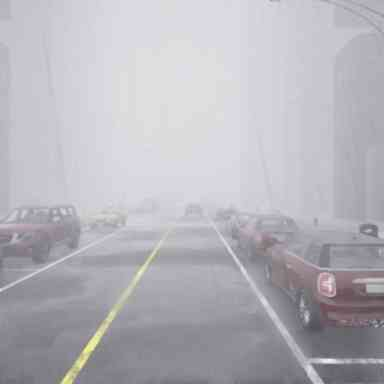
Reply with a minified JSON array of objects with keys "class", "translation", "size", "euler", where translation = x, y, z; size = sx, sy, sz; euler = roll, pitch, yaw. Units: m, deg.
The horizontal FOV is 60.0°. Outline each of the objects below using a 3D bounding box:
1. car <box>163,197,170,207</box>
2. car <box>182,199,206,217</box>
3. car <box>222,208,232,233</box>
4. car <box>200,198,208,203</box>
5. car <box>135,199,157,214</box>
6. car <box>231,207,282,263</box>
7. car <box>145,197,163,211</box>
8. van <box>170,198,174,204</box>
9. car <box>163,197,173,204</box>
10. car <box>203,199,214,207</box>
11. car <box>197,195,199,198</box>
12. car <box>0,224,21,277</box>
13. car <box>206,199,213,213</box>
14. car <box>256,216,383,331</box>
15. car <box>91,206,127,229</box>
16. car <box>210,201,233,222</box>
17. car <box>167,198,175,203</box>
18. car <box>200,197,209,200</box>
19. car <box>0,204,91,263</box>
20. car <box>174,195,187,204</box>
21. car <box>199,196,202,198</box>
[{"class":"car","translation":[-5.566,2.019,61.259],"size":[1.887,1.381,4.507],"euler":[0,0,0]},{"class":"car","translation":[0.208,1.767,34.182],"size":[1.837,1.490,4.892],"euler":[0,0,0]},{"class":"car","translation":[2.813,1.720,17.819],"size":[1.802,1.307,4.206],"euler":[0,0,0]},{"class":"car","translation":[3.051,2.277,88.342],"size":[1.947,1.339,4.313],"euler":[0,0,0]},{"class":"car","translation":[-5.639,1.878,39.556],"size":[1.802,1.307,4.206],"euler":[0,0,0]},{"class":"car","translation":[2.795,1.538,12.395],"size":[1.967,1.590,4.097],"euler":[0,0,0]},{"class":"car","translation":[-5.621,1.655,44.984],"size":[2.192,1.841,5.009],"euler":[0,0,0]},{"class":"van","translation":[-5.530,1.907,72.113],"size":[1.690,1.788,3.998],"euler":[0,0,0]},{"class":"car","translation":[-5.512,2.052,77.538],"size":[1.967,1.590,4.097],"euler":[0,0,0]},{"class":"car","translation":[2.958,2.030,61.218],"size":[1.887,1.381,4.507],"euler":[0,0,0]},{"class":"car","translation":[3.013,1.938,77.494],"size":[2.192,1.841,5.009],"euler":[0,0,0]},{"class":"car","translation":[-5.748,1.612,7.001],"size":[1.947,1.339,4.313],"euler":[0,0,0]},{"class":"car","translation":[2.887,1.834,39.689],"size":[1.752,1.417,4.829],"euler":[0,0,0]},{"class":"car","translation":[2.777,1.497,6.971],"size":[1.967,1.590,4.097],"euler":[0,0,0]},{"class":"car","translation":[-5.694,1.693,23.109],"size":[1.752,1.417,4.829],"euler":[0,0,0]},{"class":"car","translation":[2.850,1.766,28.669],"size":[1.887,1.381,4.507],"euler":[0,0,0]},{"class":"car","translation":[-5.475,2.282,88.389],"size":[1.802,1.307,4.206],"euler":[0,0,0]},{"class":"car","translation":[2.524,1.874,50.645],"size":[1.882,1.535,5.008],"euler":[0,0,0]},{"class":"car","translation":[-5.730,1.401,12.429],"size":[2.192,1.841,5.009],"euler":[0,0,0]},{"class":"car","translation":[-2.751,1.669,75.851],"size":[2.150,2.045,5.566],"euler":[0,0,0]},{"class":"car","translation":[2.996,2.104,72.238],"size":[1.752,1.417,4.829],"euler":[0,0,0]}]
